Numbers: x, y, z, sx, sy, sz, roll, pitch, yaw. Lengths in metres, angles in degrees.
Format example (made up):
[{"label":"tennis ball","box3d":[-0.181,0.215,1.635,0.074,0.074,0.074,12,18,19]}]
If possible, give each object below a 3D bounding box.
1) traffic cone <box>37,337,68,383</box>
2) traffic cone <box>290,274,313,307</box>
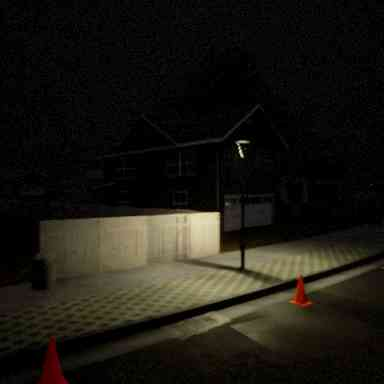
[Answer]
[{"label":"traffic cone","box3d":[-1.614,1.970,3.838,0.340,0.580,0.340,0,0,-36]},{"label":"traffic cone","box3d":[2.245,1.986,6.832,0.340,0.580,0.340,0,0,-39]}]
